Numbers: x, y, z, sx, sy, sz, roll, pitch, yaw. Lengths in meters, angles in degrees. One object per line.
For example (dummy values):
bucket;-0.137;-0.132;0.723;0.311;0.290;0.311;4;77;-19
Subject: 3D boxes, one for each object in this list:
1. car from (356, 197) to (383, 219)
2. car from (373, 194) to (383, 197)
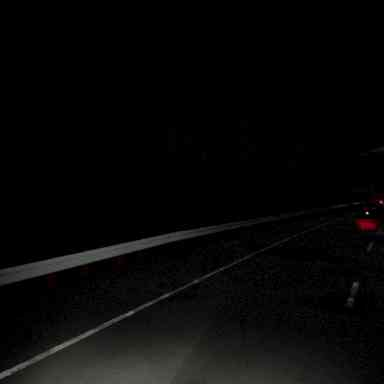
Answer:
car;15.970;1.505;29.670;1.837;1.490;4.892;0;0;35
car;22.006;1.221;38.225;2.150;2.045;5.566;0;0;35
